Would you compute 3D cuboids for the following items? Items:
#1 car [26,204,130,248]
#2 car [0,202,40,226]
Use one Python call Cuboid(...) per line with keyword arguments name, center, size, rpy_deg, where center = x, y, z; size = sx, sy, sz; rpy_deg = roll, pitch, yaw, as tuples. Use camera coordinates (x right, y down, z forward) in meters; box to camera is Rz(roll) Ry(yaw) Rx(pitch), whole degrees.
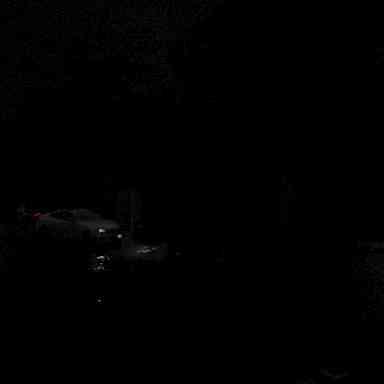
Cuboid(name="car", center=(-4.857, 1.445, 14.493), size=(4.674, 1.442, 1.812), rpy_deg=(1, 0, 32))
Cuboid(name="car", center=(-10.898, 1.349, 21.491), size=(5.357, 1.411, 2.033), rpy_deg=(1, 0, 31))
